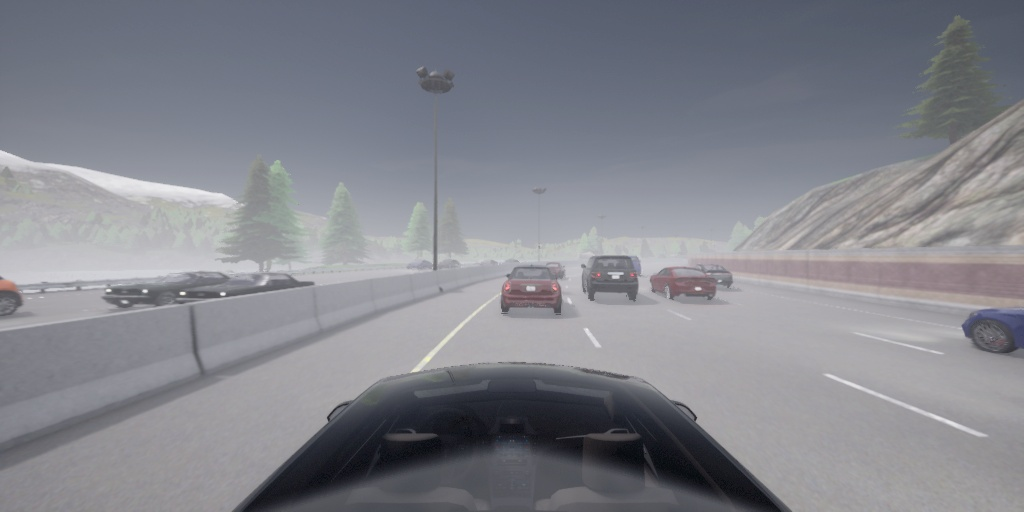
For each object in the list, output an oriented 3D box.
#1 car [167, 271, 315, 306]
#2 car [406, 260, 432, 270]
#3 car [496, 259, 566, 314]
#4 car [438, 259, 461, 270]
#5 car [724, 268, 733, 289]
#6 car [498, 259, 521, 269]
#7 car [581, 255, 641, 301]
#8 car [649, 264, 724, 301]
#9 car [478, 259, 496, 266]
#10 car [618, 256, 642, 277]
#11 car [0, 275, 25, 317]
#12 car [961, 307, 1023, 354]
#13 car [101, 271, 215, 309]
[{"bbox_3d":[-9.970,1.319,13.911,1.895,1.301,4.718,0,0,5],"label":"car"},{"bbox_3d":[-13.074,1.225,50.953,1.812,1.442,4.674,0,0,18],"label":"car"},{"bbox_3d":[0.809,1.101,13.999,2.097,1.767,4.553,0,0,5],"label":"car"},{"bbox_3d":[-9.110,1.217,51.777,1.837,1.490,4.892,0,-1,19],"label":"car"},{"bbox_3d":[12.663,1.272,23.536,2.128,1.511,4.902,0,0,10],"label":"car"},{"bbox_3d":[-0.272,1.240,55.674,1.837,1.490,4.892,0,0,22],"label":"car"},{"bbox_3d":[4.710,0.981,17.820,2.150,2.045,5.566,0,0,7],"label":"car"},{"bbox_3d":[8.248,1.247,17.784,1.882,1.535,5.008,0,0,7],"label":"car"},{"bbox_3d":[-3.748,1.250,56.394,1.812,1.442,4.674,0,0,21],"label":"car"},{"bbox_3d":[12.287,0.997,37.649,2.150,2.045,5.566,0,0,16],"label":"car"},{"bbox_3d":[-17.230,1.051,9.796,2.097,1.767,4.553,0,0,4],"label":"car"},{"bbox_3d":[10.767,1.305,5.868,1.812,1.442,4.674,0,0,2],"label":"car"},{"bbox_3d":[-13.401,1.309,14.788,1.895,1.301,4.718,0,0,5],"label":"car"}]
